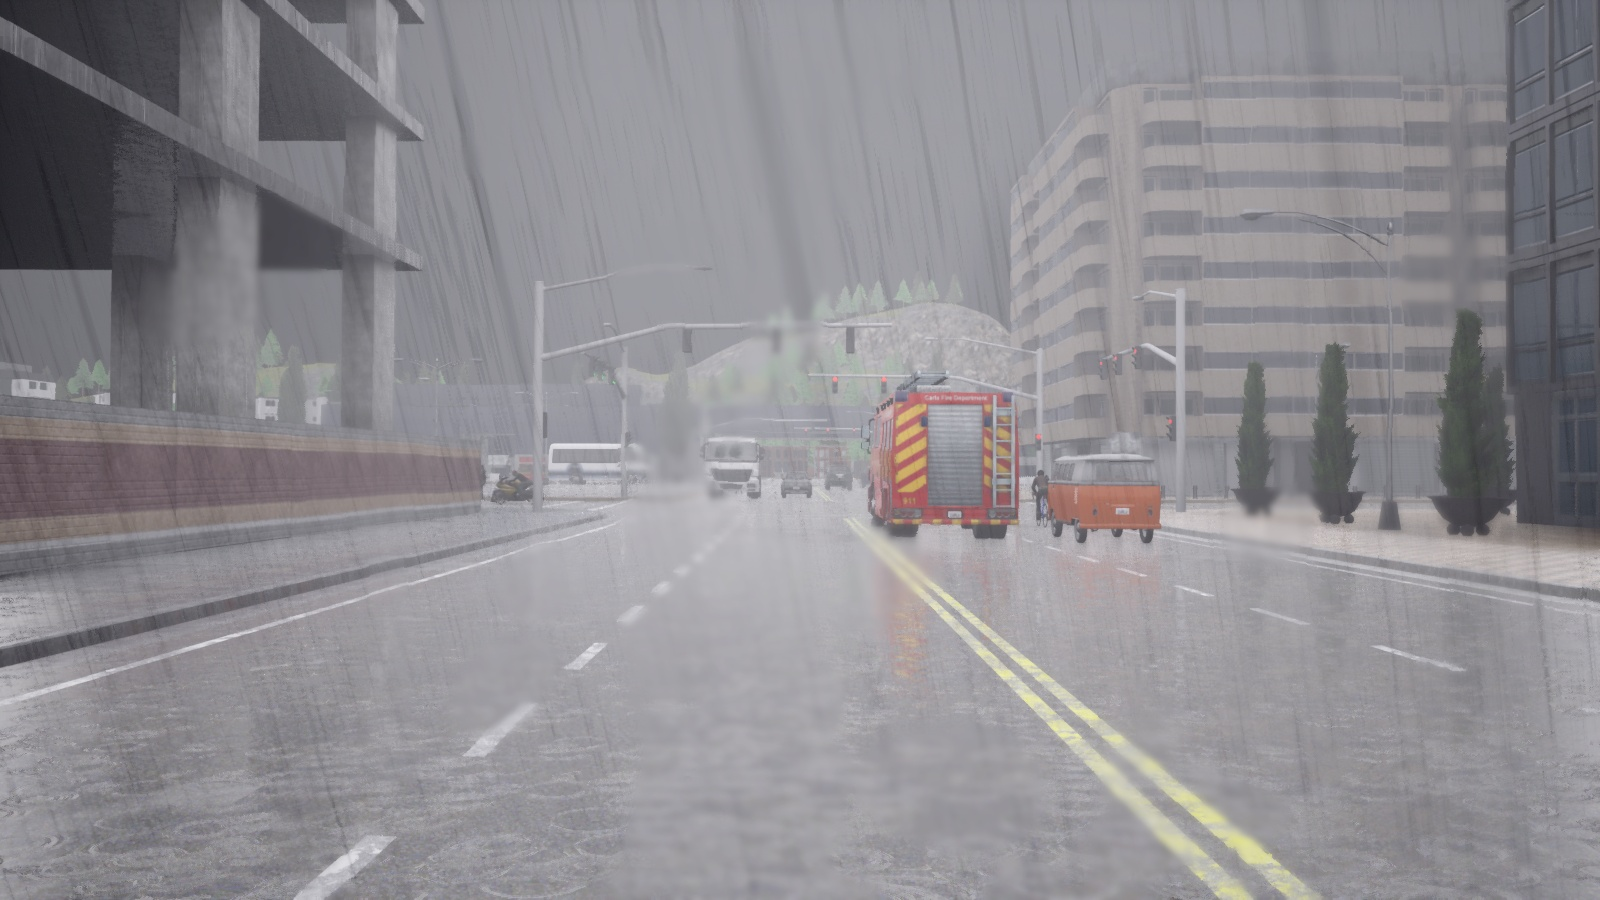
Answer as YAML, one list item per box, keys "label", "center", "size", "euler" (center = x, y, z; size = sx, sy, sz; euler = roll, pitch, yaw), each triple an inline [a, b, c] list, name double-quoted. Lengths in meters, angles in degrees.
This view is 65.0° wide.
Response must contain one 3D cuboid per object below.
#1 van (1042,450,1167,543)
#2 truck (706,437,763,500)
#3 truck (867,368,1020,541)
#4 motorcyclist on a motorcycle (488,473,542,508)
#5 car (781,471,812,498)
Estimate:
- label: "van"
  center: [6.924, 1.025, 29.000]
  size: [1.775, 1.987, 4.442]
  euler: [0, -1, 0]
- label: "truck"
  center: [-3.691, 1.064, 72.659]
  size: [2.891, 3.462, 7.936]
  euler: [0, -1, 0]
- label: "truck"
  center: [3.412, 0.173, 32.061]
  size: [2.891, 3.827, 8.468]
  euler: [0, -1, 0]
- label: "motorcyclist on a motorcycle"
  center: [-12.556, 1.772, 55.357]
  size: [2.191, 1.530, 0.866]
  euler: [0, -1, 0]
- label: "car"
  center: [-0.190, 2.029, 73.717]
  size: [1.789, 1.549, 3.705]
  euler: [0, -1, 0]
